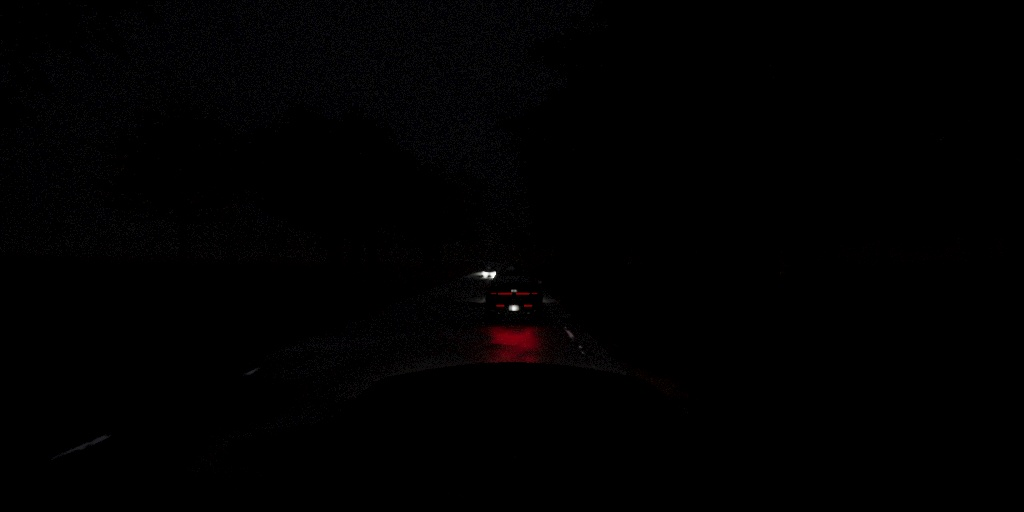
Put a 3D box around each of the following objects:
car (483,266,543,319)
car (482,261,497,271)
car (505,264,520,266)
[{"bbox_3d":[0.073,1.288,13.013,1.837,1.490,4.892,0,0,0],"label":"car"},{"bbox_3d":[-3.069,1.449,50.431,2.128,1.511,4.902,0,0,0],"label":"car"},{"bbox_3d":[0.077,1.382,28.872,1.812,1.442,4.674,0,0,0],"label":"car"}]
